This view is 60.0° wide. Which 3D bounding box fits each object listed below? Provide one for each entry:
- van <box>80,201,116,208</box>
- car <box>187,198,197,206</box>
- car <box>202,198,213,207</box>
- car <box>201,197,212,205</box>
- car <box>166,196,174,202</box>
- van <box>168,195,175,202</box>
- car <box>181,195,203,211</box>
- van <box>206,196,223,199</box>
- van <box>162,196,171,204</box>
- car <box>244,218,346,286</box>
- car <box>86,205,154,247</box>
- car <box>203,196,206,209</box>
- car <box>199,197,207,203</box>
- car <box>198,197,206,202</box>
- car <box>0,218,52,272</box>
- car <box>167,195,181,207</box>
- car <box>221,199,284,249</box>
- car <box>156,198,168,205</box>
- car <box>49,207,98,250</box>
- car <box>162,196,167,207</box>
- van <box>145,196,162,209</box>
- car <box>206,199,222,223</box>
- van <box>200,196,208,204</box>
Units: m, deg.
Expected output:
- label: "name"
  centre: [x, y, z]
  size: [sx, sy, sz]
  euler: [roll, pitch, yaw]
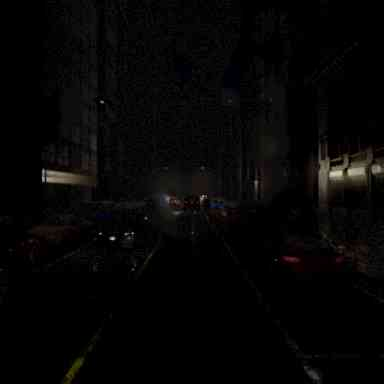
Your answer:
- label: "van"
  centre: [-5.769, 1.444, 20.488]
  size: [1.690, 1.788, 3.998]
  euler: [0, 0, 0]
- label: "car"
  centre: [-0.023, 1.825, 61.974]
  size: [1.837, 1.490, 4.892]
  euler: [0, 0, 0]
- label: "car"
  centre: [2.741, 1.852, 59.765]
  size: [1.887, 1.381, 4.507]
  euler: [0, 0, 0]
- label: "car"
  centre: [2.739, 1.778, 65.375]
  size: [1.967, 1.590, 4.097]
  euler: [0, 0, 0]
- label: "car"
  centre: [-5.795, 1.898, 87.800]
  size: [1.967, 1.590, 4.097]
  euler: [0, 0, 0]
- label: "van"
  centre: [-5.797, 1.829, 93.410]
  size: [1.690, 1.788, 3.998]
  euler: [0, 0, 0]
- label: "car"
  centre: [-0.013, 1.454, 45.202]
  size: [2.150, 2.045, 5.566]
  euler: [0, 0, 0]
- label: "van"
  centre: [2.749, 1.531, 37.330]
  size: [1.690, 1.788, 3.998]
  euler: [0, 0, 0]
- label: "van"
  centre: [-5.791, 1.739, 76.582]
  size: [1.690, 1.788, 3.998]
  euler: [0, 0, 0]
- label: "car"
  centre: [2.760, 1.628, 9.284]
  size: [1.802, 1.307, 4.206]
  euler: [0, 0, 0]
- label: "car"
  centre: [-3.106, 1.582, 15.424]
  size: [1.837, 1.490, 4.892]
  euler: [0, 0, 0]
- label: "car"
  centre: [2.745, 1.563, 48.548]
  size: [2.192, 1.841, 5.009]
  euler: [0, 0, 0]
- label: "car"
  centre: [2.732, 1.973, 82.202]
  size: [1.887, 1.381, 4.507]
  euler: [0, 0, 0]
- label: "car"
  centre: [2.730, 2.025, 87.811]
  size: [1.947, 1.339, 4.313]
  euler: [0, 0, 0]
- label: "car"
  centre: [-5.765, 1.628, 9.268]
  size: [1.802, 1.307, 4.206]
  euler: [0, 0, 0]
- label: "car"
  centre: [-3.067, 1.773, 57.430]
  size: [1.882, 1.535, 5.008]
  euler: [0, 0, 0]
- label: "car"
  centre: [2.758, 1.390, 14.894]
  size: [2.192, 1.841, 5.009]
  euler: [0, 0, 0]
- label: "car"
  centre: [-5.787, 1.888, 65.362]
  size: [2.008, 1.369, 4.403]
  euler: [0, 0, 0]
- label: "car"
  centre: [-5.767, 1.599, 14.707]
  size: [1.752, 1.417, 4.829]
  euler: [0, 0, 0]
- label: "car"
  centre: [-5.782, 1.592, 54.144]
  size: [2.192, 1.841, 5.009]
  euler: [0, 0, 0]
- label: "van"
  centre: [-5.780, 1.589, 48.535]
  size: [1.690, 1.788, 3.998]
  euler: [0, 0, 0]
- label: "car"
  centre: [2.340, 1.593, 26.863]
  size: [1.801, 1.575, 5.366]
  euler: [0, 0, 0]
- label: "van"
  centre: [2.735, 1.739, 76.593]
  size: [1.690, 1.788, 3.998]
  euler: [0, 0, 0]
